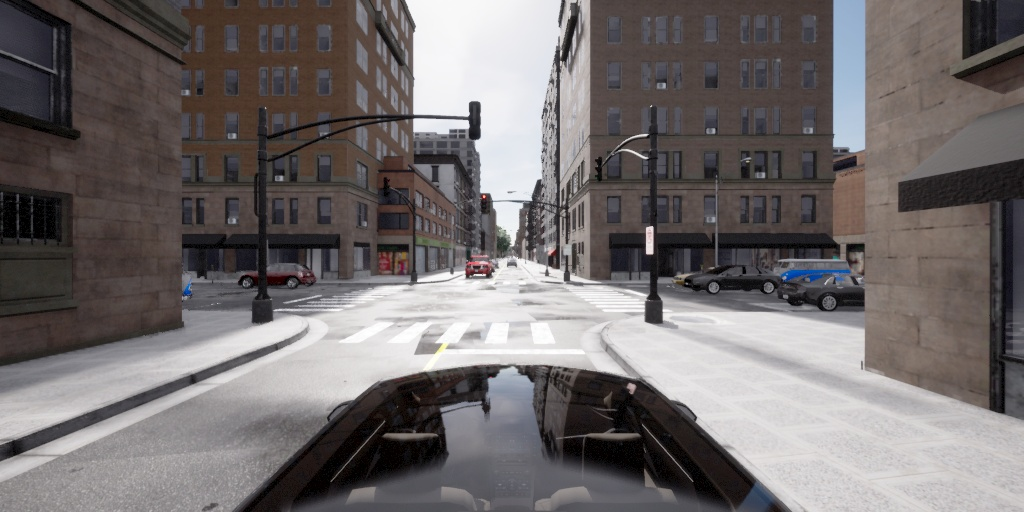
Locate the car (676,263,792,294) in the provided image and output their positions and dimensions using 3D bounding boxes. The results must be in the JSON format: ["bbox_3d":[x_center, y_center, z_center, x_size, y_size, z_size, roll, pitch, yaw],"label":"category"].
[{"bbox_3d":[11.926,1.248,19.494,4.892,1.490,1.837,0,0,-1],"label":"car"}]

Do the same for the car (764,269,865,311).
[{"bbox_3d":[12.520,1.305,13.519,4.403,1.370,2.007,0,0,1],"label":"car"}]

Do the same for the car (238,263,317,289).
[{"bbox_3d":[-14.605,1.172,22.323,4.097,1.591,1.967,0,0,1],"label":"car"}]

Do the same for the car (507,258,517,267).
[{"bbox_3d":[-0.008,1.259,63.799,2.033,1.411,5.357,0,0,0],"label":"car"}]

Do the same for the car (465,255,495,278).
[{"bbox_3d":[-3.102,0.962,34.259,2.150,2.045,5.566,0,0,0],"label":"car"}]

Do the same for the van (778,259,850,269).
[{"bbox_3d":[18.258,1.080,21.986,3.998,1.789,1.690,0,0,1],"label":"van"}]

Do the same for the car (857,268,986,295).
[{"bbox_3d":[21.960,1.346,19.378,4.718,1.301,1.895,0,0,1],"label":"car"}]

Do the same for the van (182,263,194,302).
[{"bbox_3d":[-14.675,1.089,13.798,3.998,1.789,1.690,0,0,1],"label":"van"}]

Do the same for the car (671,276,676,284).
[{"bbox_3d":[12.419,1.264,22.046,4.829,1.417,1.751,0,0,1],"label":"car"}]

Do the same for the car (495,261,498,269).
[{"bbox_3d":[-3.105,1.259,44.459,1.812,1.442,4.674,0,0,0],"label":"car"}]
